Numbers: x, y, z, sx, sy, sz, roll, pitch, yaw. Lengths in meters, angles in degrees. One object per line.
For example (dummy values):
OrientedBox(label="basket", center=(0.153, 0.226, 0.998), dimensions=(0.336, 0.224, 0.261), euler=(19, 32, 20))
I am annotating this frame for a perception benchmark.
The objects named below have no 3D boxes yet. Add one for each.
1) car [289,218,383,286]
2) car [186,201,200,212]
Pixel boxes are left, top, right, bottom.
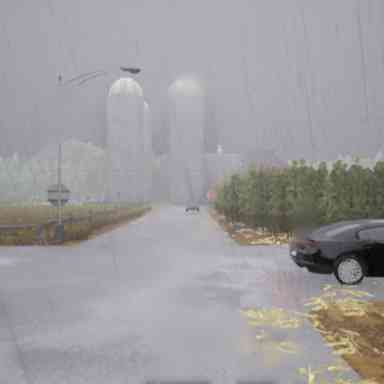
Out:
OrientedBox(label="car", center=(5.141, 1.458, 8.706), dimensions=(5.008, 1.535, 1.882), euler=(0, 0, 0))
OrientedBox(label="car", center=(0.086, 1.952, 46.334), dimensions=(2.033, 1.411, 5.357), euler=(0, 0, 0))
